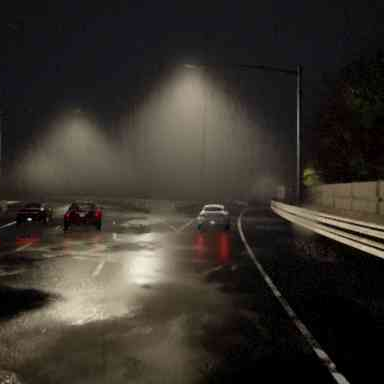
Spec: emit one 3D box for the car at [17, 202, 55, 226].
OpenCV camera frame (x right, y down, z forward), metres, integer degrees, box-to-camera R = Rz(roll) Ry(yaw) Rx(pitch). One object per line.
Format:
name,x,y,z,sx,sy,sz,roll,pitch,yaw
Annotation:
car,-10.970,1.491,23.523,1.837,1.490,4.892,0,0,-15

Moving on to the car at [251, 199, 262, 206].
car,16.070,2.662,82.196,2.128,1.511,4.902,0,-4,17

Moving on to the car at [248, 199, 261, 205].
car,13.284,2.176,72.588,1.994,1.385,4.181,0,-3,16

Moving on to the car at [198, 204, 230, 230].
car,1.430,1.506,21.134,1.812,1.442,4.674,0,0,7

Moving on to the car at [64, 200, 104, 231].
car,-6.706,1.337,20.993,2.097,1.767,4.553,0,0,-13
